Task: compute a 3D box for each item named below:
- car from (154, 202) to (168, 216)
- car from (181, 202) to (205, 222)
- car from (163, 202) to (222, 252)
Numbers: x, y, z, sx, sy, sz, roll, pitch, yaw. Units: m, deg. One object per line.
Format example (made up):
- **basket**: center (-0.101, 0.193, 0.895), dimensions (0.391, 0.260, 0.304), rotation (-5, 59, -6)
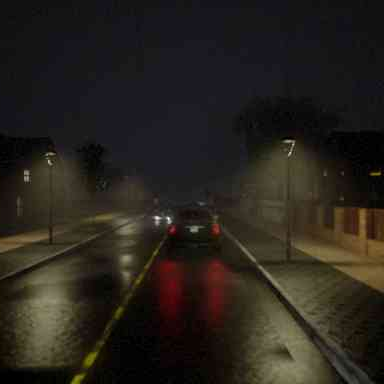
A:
- **car**: center (-2.814, 1.725, 34.721), dimensions (2.033, 1.411, 5.357), rotation (0, 0, 0)
- **car**: center (0.077, 1.657, 28.110), dimensions (1.812, 1.442, 4.674), rotation (0, 0, 0)
- **car**: center (0.081, 1.412, 14.269), dimensions (2.097, 1.767, 4.553), rotation (0, 0, 0)
